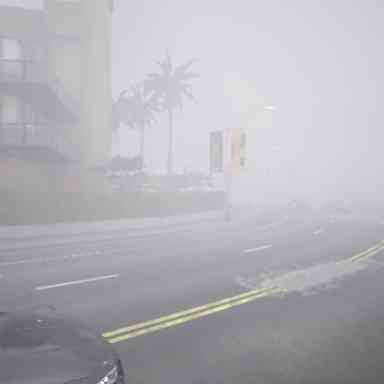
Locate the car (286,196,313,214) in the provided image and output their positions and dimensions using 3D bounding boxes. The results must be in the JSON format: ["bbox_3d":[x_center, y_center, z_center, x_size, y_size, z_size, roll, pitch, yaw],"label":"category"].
[{"bbox_3d":[11.452,1.372,35.646,2.097,1.767,4.553,0,0,8],"label":"car"}]

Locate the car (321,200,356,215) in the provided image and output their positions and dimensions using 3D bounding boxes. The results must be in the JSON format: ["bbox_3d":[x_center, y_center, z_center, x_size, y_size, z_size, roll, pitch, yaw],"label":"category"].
[{"bbox_3d":[14.829,1.565,34.618,2.033,1.411,5.357,0,0,9],"label":"car"}]

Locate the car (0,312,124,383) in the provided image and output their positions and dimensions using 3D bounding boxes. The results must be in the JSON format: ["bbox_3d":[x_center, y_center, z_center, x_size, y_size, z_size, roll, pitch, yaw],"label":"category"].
[{"bbox_3d":[-2.800,1.495,1.932,4.902,1.511,2.128,0,0,-35],"label":"car"}]

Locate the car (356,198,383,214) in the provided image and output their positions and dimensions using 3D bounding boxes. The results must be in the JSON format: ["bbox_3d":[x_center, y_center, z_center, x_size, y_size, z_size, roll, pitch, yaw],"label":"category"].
[{"bbox_3d":[18.625,1.563,36.316,2.033,1.411,5.357,0,0,6],"label":"car"}]
